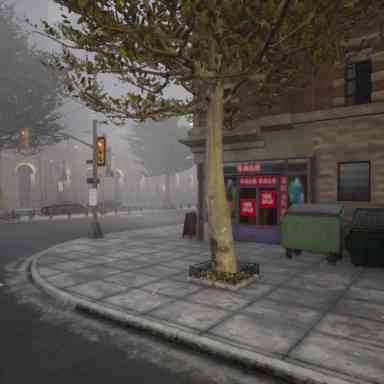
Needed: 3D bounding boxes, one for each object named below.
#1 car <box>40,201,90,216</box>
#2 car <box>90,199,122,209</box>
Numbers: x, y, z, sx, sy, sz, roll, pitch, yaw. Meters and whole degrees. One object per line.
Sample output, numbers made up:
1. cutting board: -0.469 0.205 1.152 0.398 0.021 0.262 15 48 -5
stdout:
1. car: -12.688 1.564 32.863 1.994 1.385 4.181 0 0 36
2. car: -11.930 1.595 45.150 1.895 1.301 4.718 0 0 36
